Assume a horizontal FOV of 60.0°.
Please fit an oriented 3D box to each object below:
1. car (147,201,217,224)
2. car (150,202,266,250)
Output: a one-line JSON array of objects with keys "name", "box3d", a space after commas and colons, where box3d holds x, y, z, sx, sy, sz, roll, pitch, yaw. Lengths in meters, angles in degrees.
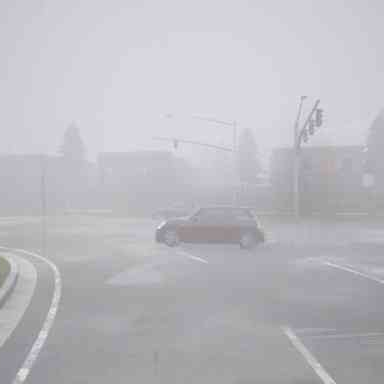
[{"name": "car", "box3d": [-0.723, 1.491, 25.086, 4.902, 1.511, 2.128, 0, 0, 12]}, {"name": "car", "box3d": [0.779, 1.352, 14.031, 4.553, 1.767, 2.097, 0, 0, 12]}]
